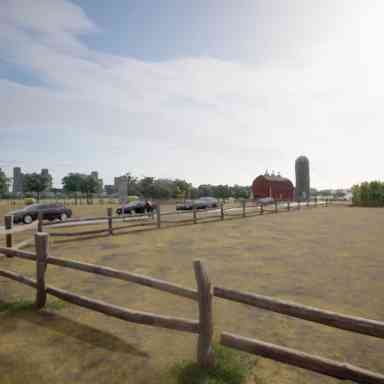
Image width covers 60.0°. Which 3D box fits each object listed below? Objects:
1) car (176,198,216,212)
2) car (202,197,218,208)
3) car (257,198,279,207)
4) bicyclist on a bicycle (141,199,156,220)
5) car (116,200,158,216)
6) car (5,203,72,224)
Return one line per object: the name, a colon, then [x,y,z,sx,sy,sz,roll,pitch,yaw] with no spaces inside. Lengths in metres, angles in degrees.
car: [0.366,1.628,37.266,1.895,1.301,4.718,-2,-1,35]
car: [1.652,1.477,44.218,2.097,1.767,4.553,-2,-1,33]
car: [12.459,1.632,54.325,2.033,1.411,5.357,-2,-2,36]
bicyclist on a bicycle: [-3.522,1.415,26.545,1.656,1.620,0.582,0,0,35]
car: [-5.559,1.585,34.009,1.882,1.535,5.008,-2,-1,35]
car: [-11.604,1.597,25.478,1.837,1.490,4.892,-2,-1,35]
